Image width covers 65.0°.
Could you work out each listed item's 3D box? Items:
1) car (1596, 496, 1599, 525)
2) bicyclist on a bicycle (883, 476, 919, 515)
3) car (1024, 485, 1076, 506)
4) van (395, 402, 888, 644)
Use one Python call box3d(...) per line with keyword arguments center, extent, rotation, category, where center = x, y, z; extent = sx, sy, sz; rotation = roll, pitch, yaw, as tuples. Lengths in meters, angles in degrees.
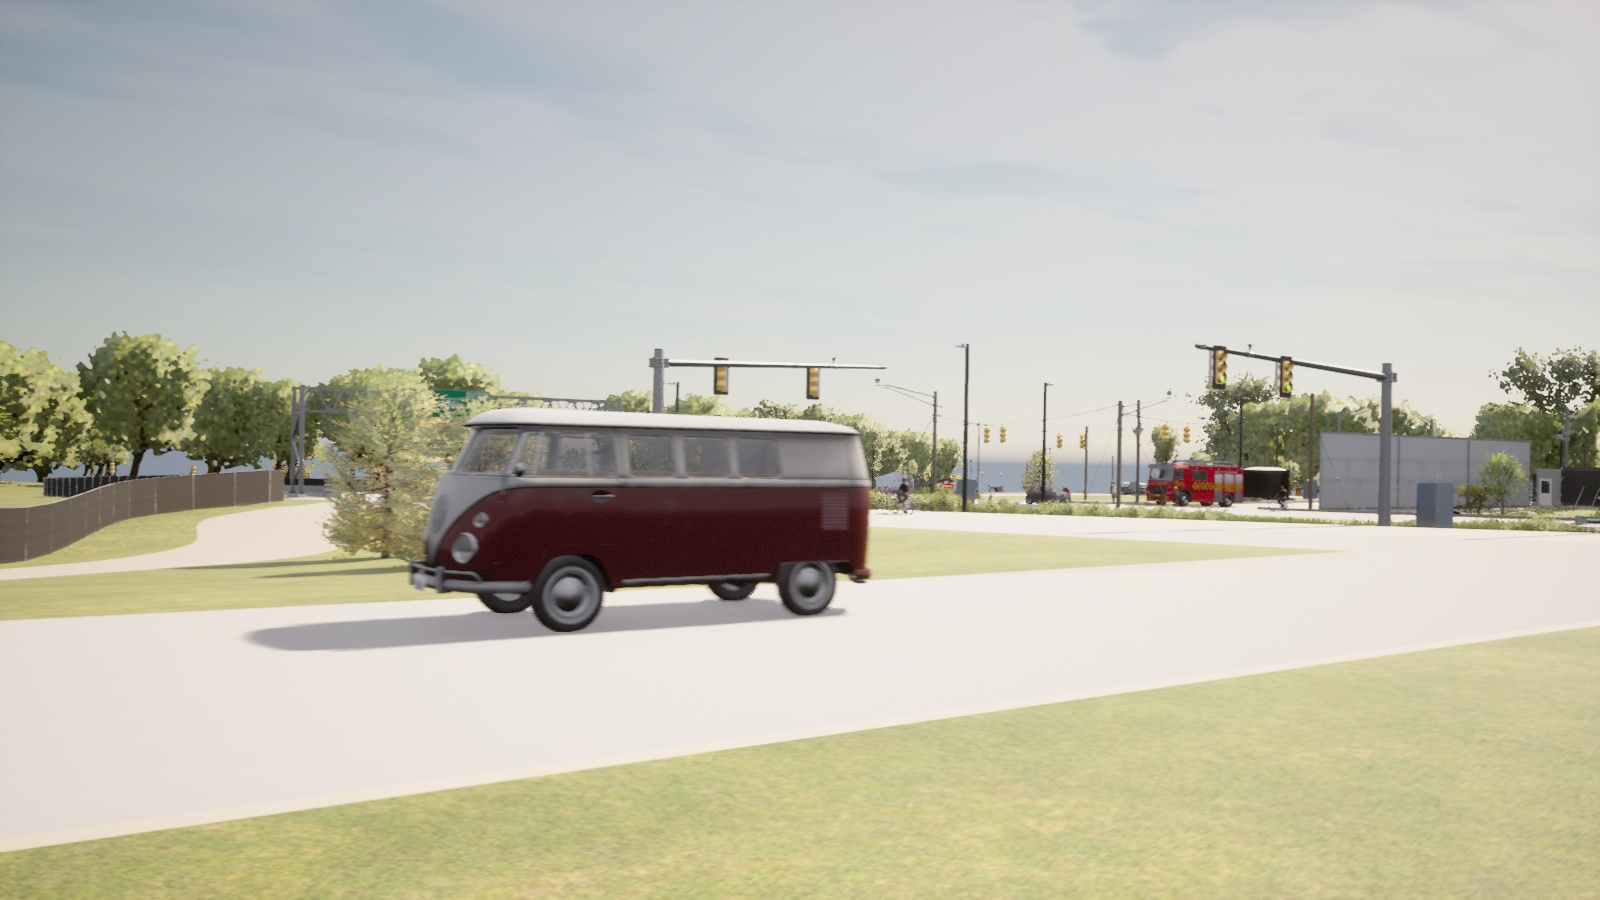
box3d(center=(41.356, 2.976, 60.908), extent=(1.994, 1.385, 4.181), rotation=(1, -1, -35), category="car")
box3d(center=(4.772, 2.142, 59.403), extent=(0.659, 1.776, 1.843), rotation=(1, -2, -34), category="bicyclist on a bicycle")
box3d(center=(18.781, 3.381, 94.405), extent=(1.845, 1.501, 3.633), rotation=(1, -1, -34), category="car")
box3d(center=(-1.456, 0.634, 12.298), extent=(4.442, 1.987, 1.775), rotation=(1, -1, -34), category="van")
